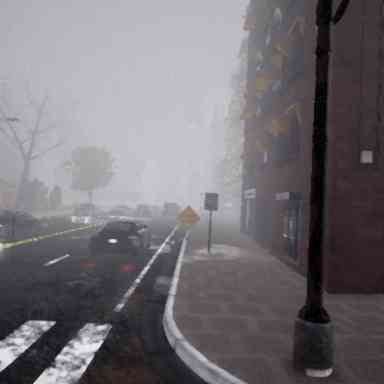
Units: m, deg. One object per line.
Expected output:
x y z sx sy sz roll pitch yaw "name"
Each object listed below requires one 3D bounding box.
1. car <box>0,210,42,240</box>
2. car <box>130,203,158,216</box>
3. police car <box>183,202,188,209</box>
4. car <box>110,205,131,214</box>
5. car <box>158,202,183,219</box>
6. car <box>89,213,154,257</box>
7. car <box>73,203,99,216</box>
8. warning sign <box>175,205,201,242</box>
-9.657 1.635 17.476 1.994 1.385 4.181 3 -2 1 "car"
-5.965 2.317 42.218 2.097 1.767 4.553 3 -2 1 "car"
-2.083 3.916 88.277 1.930 1.638 5.238 3 -2 -2 "police car"
-9.286 2.391 43.763 2.033 1.411 5.357 3 -2 1 "car"
-2.678 2.384 43.345 2.150 2.045 5.566 3 -1 0 "car"
-2.987 1.886 14.600 1.994 1.385 4.181 3 -2 1 "car"
-12.608 2.072 39.857 1.837 1.490 4.892 3 -2 1 "car"
-0.203 1.672 17.908 1.300 1.860 1.060 3 -2 1 "warning sign"
